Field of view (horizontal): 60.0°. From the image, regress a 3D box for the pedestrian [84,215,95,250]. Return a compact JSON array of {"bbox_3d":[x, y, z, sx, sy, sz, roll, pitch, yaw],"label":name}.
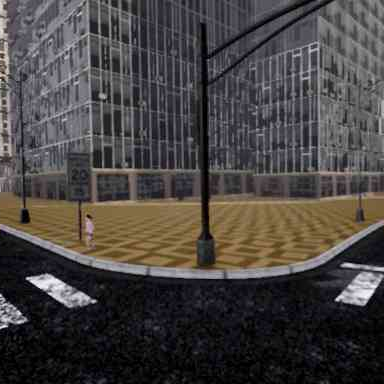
[{"bbox_3d":[-3.024,1.144,9.924,0.500,1.100,0.500,-2,2,-42],"label":"pedestrian"}]
